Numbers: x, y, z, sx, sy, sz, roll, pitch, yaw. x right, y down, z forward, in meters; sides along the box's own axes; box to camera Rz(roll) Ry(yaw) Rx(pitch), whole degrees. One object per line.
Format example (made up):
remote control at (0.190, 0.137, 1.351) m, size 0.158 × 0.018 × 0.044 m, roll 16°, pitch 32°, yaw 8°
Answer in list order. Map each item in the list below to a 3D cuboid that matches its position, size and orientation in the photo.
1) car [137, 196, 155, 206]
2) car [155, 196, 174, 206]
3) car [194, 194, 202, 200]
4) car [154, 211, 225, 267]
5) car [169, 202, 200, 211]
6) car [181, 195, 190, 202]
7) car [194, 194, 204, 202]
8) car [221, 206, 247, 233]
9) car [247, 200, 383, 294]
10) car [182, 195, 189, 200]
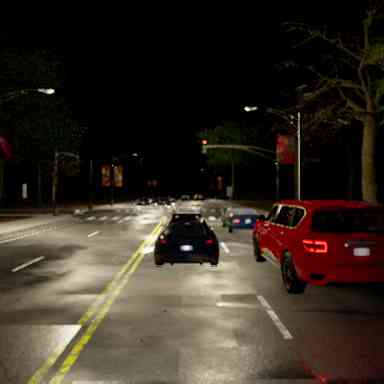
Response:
car at (-7.642, 1.485, 53.857) m, size 1.837 × 1.490 × 4.892 m, roll 0°, pitch 0°, yaw -1°
car at (-4.392, 1.485, 53.925) m, size 1.837 × 1.490 × 4.892 m, roll 0°, pitch 0°, yaw -1°
car at (1.564, 1.355, 87.347) m, size 1.882 × 1.535 × 5.008 m, roll 0°, pitch 0°, yaw -1°
car at (-0.162, 1.556, 11.425) m, size 1.994 × 1.385 × 4.181 m, roll 0°, pitch 0°, yaw 0°
car at (-0.363, 1.588, 22.065) m, size 1.895 × 1.301 × 4.718 m, roll 0°, pitch 0°, yaw -1°
car at (-1.497, 1.586, 77.319) m, size 1.895 × 1.301 × 4.718 m, roll 0°, pitch 0°, yaw -1°
car at (1.753, 1.543, 77.350) m, size 1.994 × 1.385 × 4.181 m, roll 0°, pitch 0°, yaw -1°
car at (2.841, 1.535, 19.602) m, size 2.033 × 1.411 × 5.357 m, roll 0°, pitch 0°, yaw -1°
car at (3.142, 1.215, 8.931) m, size 2.150 × 2.045 × 5.566 m, roll 0°, pitch 0°, yaw -1°
car at (-1.685, 1.430, 87.286) m, size 1.994 × 1.385 × 4.181 m, roll 0°, pitch 0°, yaw -1°
